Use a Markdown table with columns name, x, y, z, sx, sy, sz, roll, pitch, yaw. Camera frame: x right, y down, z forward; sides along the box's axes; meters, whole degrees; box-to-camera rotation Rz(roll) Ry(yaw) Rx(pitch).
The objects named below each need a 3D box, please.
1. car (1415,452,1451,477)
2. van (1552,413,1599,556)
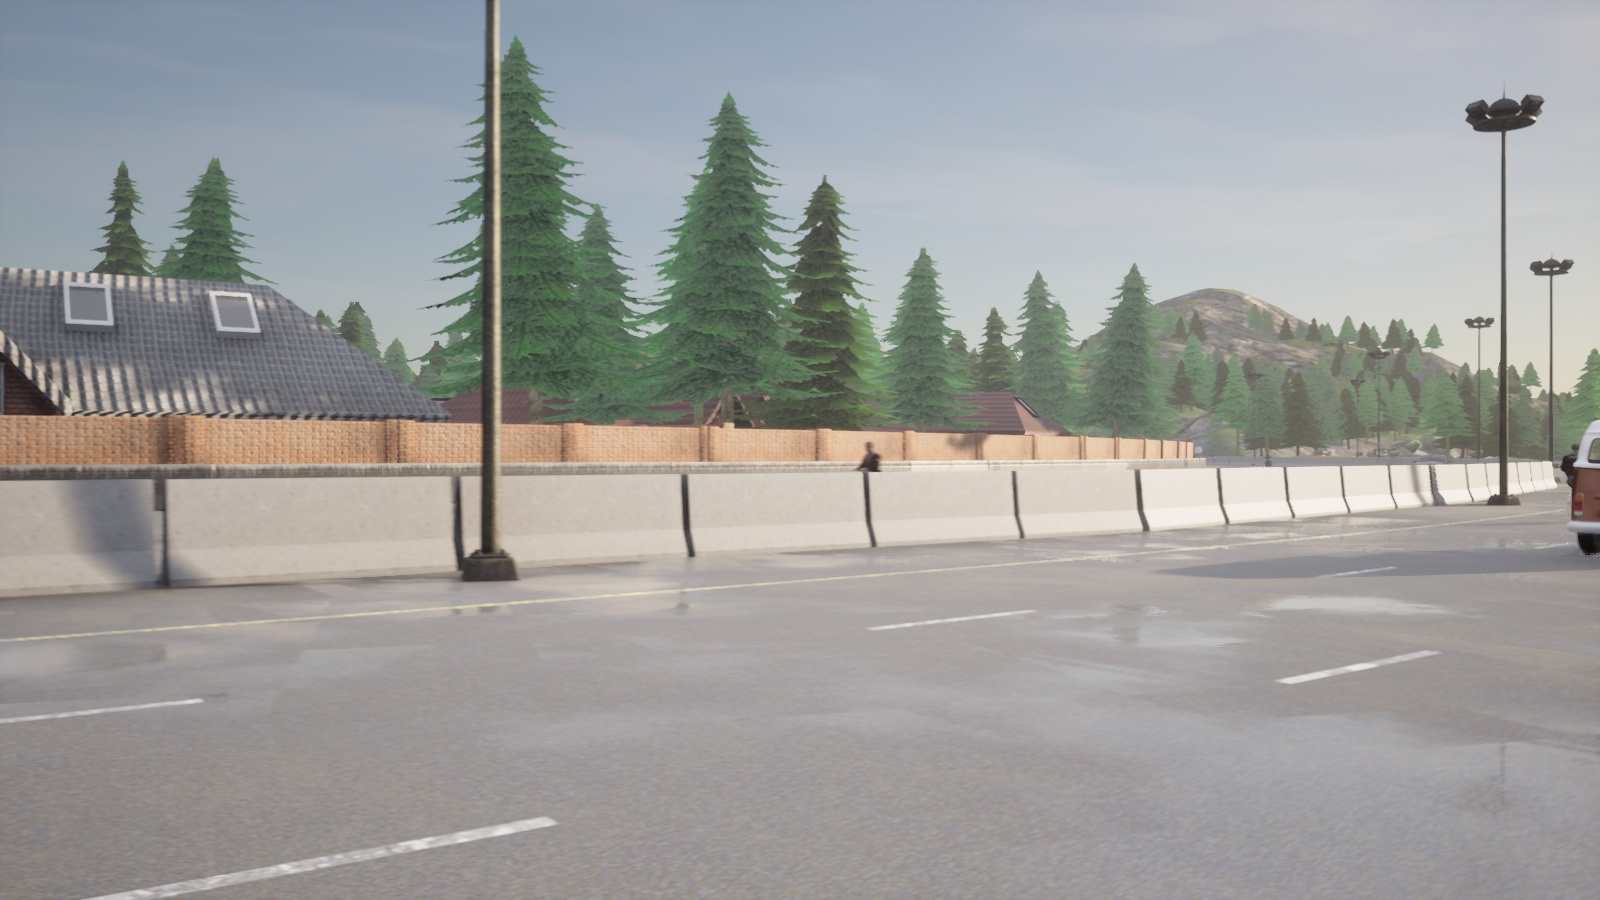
| name | x | y | z | sx | sy | sz | roll | pitch | yaw |
| --- | --- | --- | --- | --- | --- | --- | --- | --- | --- |
| car | 39.177 | 0.870 | 77.786 | 1.837 | 1.490 | 4.892 | 0 | 0 | 25 |
| van | 13.338 | 0.489 | 19.116 | 4.480 | 2.038 | 2.069 | 0 | 0 | -43 |
